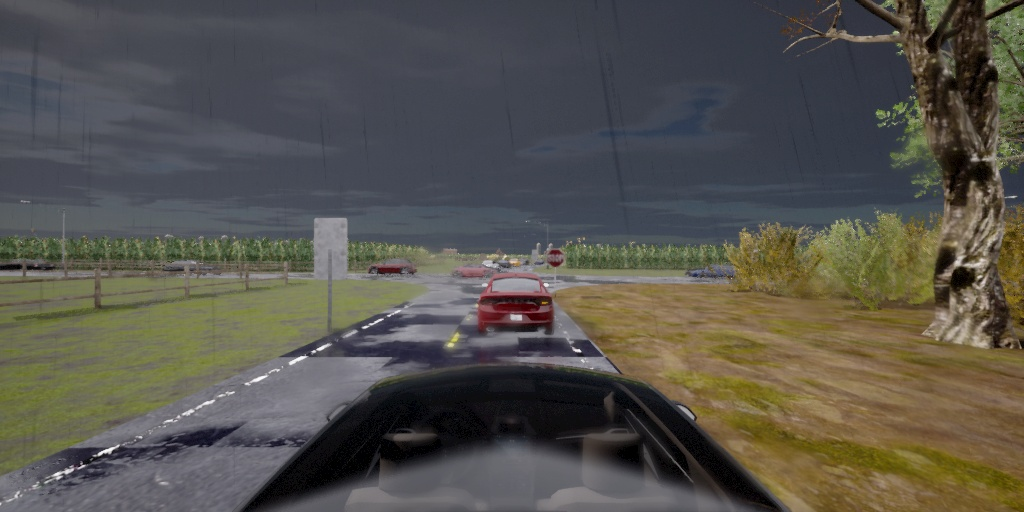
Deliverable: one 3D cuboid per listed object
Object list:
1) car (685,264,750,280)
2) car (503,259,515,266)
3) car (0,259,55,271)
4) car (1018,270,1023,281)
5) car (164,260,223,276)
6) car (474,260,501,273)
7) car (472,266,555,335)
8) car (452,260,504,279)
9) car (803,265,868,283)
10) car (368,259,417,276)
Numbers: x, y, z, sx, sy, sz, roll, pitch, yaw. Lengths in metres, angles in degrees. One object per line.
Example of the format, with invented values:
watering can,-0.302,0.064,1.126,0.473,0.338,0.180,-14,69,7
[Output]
car,19.117,1.440,33.350,5.357,1.411,2.033,0,0,5
car,-1.230,1.330,55.000,2.033,1.411,5.357,0,0,6
car,-51.202,1.005,37.581,4.718,1.301,1.895,0,0,4
car,46.264,1.402,30.363,4.553,1.767,2.097,0,0,7
car,-29.033,1.085,32.758,4.674,1.442,1.812,0,0,2
car,-2.973,1.297,44.829,1.812,1.442,4.674,0,0,16
car,0.103,1.230,10.496,1.882,1.535,5.008,0,0,0
car,-3.097,1.306,31.394,4.181,1.385,1.994,0,0,4
car,26.186,1.451,28.943,4.674,1.442,1.812,0,0,6
car,-11.875,1.045,35.637,4.553,1.767,2.097,0,0,3
